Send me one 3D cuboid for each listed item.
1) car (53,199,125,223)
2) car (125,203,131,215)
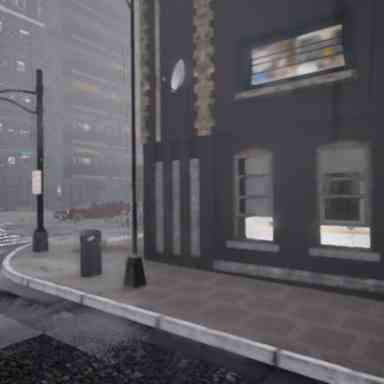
[{"bbox_3d":[-7.439,1.389,23.893,1.895,1.301,4.718,-1,0,36],"label":"car"},{"bbox_3d":[-7.276,1.338,28.664,1.887,1.381,4.507,0,0,36],"label":"car"}]
